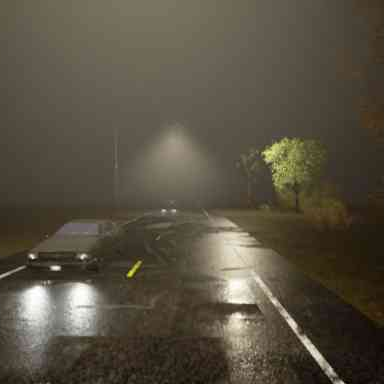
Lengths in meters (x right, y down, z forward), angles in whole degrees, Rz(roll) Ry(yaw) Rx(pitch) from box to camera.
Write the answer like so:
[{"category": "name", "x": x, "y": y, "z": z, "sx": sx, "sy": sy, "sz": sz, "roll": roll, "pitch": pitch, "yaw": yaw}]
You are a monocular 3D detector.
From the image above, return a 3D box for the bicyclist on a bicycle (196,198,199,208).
[{"category": "bicyclist on a bicycle", "x": 0.966, "y": 1.941, "z": 59.175, "sx": 0.582, "sy": 1.620, "sz": 1.656, "roll": 0, "pitch": -1, "yaw": 0}]

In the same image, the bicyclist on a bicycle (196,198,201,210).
[{"category": "bicyclist on a bicycle", "x": 0.966, "y": 1.870, "z": 50.175, "sx": 0.582, "sy": 1.620, "sz": 1.656, "roll": 0, "pitch": -1, "yaw": 0}]

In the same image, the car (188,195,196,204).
[{"category": "car", "x": 0.004, "y": 2.115, "z": 79.169, "sx": 1.994, "sy": 1.385, "sz": 4.181, "roll": 0, "pitch": 0, "yaw": 0}]

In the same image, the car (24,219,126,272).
[{"category": "car", "x": -3.601, "y": 1.648, "z": 11.445, "sx": 2.033, "sy": 1.411, "sz": 5.357, "roll": 0, "pitch": 0, "yaw": 0}]

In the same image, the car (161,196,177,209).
[{"category": "car", "x": -3.573, "y": 1.657, "z": 52.514, "sx": 2.150, "sy": 2.045, "sz": 5.566, "roll": 0, "pitch": 0, "yaw": 0}]
